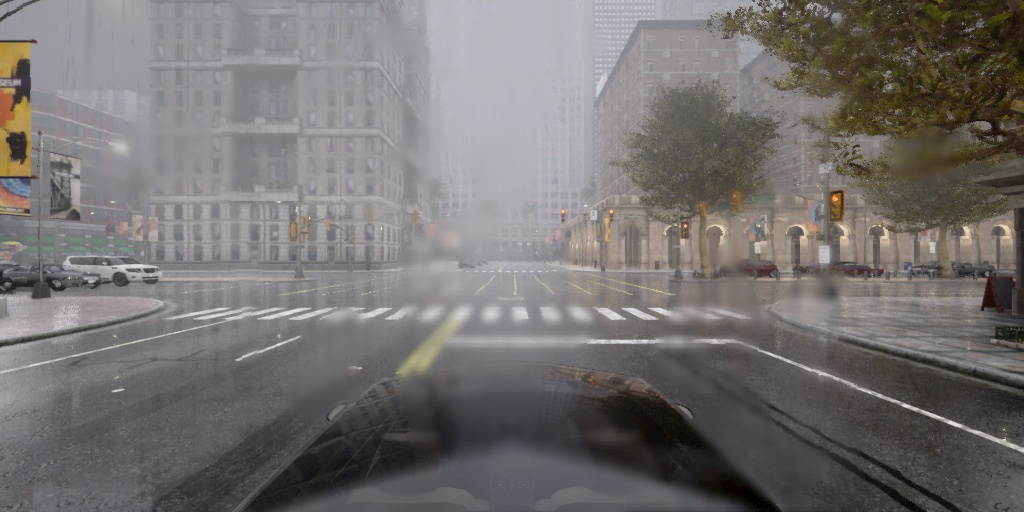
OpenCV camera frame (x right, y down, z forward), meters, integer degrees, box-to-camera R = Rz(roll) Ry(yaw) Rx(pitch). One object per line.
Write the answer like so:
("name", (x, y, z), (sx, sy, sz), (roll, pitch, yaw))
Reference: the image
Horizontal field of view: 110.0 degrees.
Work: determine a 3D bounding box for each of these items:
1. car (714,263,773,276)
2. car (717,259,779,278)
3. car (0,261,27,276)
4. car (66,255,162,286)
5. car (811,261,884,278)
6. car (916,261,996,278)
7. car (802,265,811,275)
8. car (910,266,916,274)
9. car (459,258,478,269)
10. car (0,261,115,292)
("car", (23.159, 1.351, 35.951), (4.718, 1.301, 1.895), (0, 0, 0))
("car", (21.397, 1.102, 32.460), (4.553, 1.767, 2.097), (0, 0, 0))
("car", (-52.533, 1.255, 36.915), (4.892, 1.490, 1.837), (0, 0, 20))
("car", (-27.379, 0.971, 24.541), (5.566, 2.045, 2.150), (0, 0, 2))
("car", (30.385, 1.351, 32.413), (4.718, 1.301, 1.895), (0, 0, 0))
("car", (40.372, 1.241, 32.352), (4.902, 1.511, 2.128), (0, 0, 1))
("car", (32.483, 1.255, 35.901), (4.892, 1.490, 1.837), (0, 0, 0))
("car", (42.800, 1.241, 35.834), (4.902, 1.511, 2.128), (0, 0, 1))
("car", (-7.106, 1.103, 56.721), (2.097, 1.767, 4.553), (0, 0, 0))
("car", (-27.059, 1.242, 21.024), (4.902, 1.511, 2.128), (0, 0, 0))
